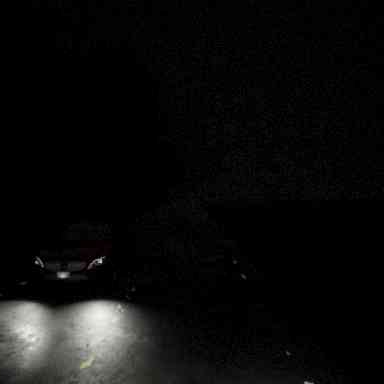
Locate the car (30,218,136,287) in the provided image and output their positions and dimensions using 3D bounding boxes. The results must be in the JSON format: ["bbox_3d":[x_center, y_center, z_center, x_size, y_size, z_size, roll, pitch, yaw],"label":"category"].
[{"bbox_3d":[-2.756,1.516,9.443,1.812,1.442,4.674,0,0,0],"label":"car"}]
